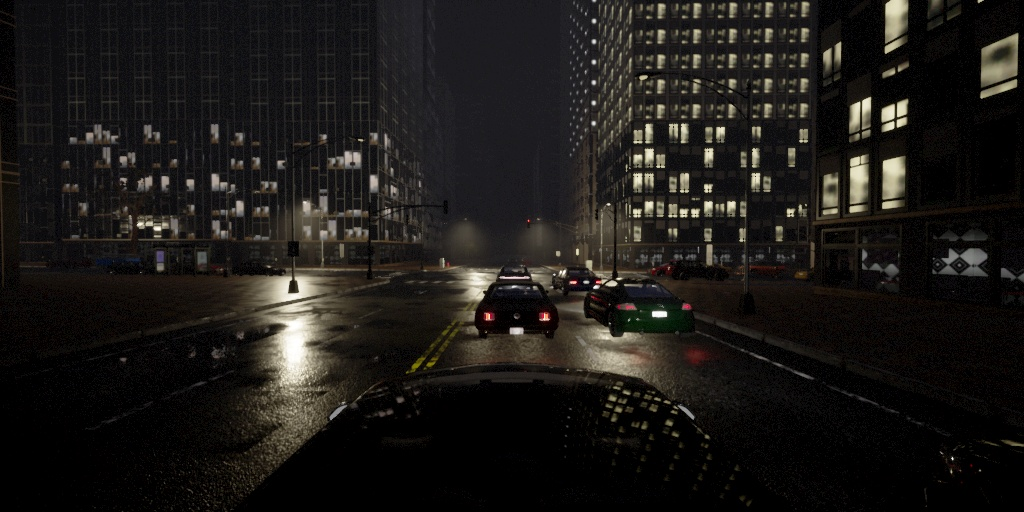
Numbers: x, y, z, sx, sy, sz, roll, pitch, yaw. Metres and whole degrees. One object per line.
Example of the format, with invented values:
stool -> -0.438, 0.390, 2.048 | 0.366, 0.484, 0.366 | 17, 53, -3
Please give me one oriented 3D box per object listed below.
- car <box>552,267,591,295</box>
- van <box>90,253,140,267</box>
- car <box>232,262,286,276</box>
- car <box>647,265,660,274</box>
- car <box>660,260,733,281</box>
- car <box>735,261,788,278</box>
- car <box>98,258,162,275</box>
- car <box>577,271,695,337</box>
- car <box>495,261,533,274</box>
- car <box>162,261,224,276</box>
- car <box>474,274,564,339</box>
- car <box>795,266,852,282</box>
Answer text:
car -> 3.402, 1.287, 19.487 | 2.033, 1.411, 5.357 | 0, 0, -3
van -> -45.248, 0.603, 41.186 | 3.998, 1.789, 1.690 | 0, 0, 1
car -> -22.702, 1.172, 32.195 | 4.313, 1.339, 1.948 | 0, 0, 1
car -> 16.314, 1.423, 37.401 | 4.181, 1.385, 1.994 | 1, 1, 1
car -> 16.223, 1.267, 31.626 | 5.009, 1.841, 2.192 | 0, 0, 1
car -> 25.758, 1.296, 37.225 | 4.553, 1.767, 2.097 | 1, 1, 1
car -> -34.066, 1.068, 32.514 | 4.313, 1.339, 1.948 | 0, 0, 1
car -> 3.366, 1.310, 10.258 | 1.994, 1.385, 4.181 | 0, 0, -1
car -> 0.116, 1.232, 19.286 | 2.128, 1.511, 4.902 | 0, 0, 0
car -> -28.385, 1.136, 32.335 | 4.207, 1.307, 1.802 | 0, 0, 1
car -> 0.107, 1.347, 10.030 | 1.895, 1.301, 4.718 | 0, 0, 0
car -> 27.671, 1.577, 31.417 | 4.829, 1.417, 1.751 | 0, 0, 1
